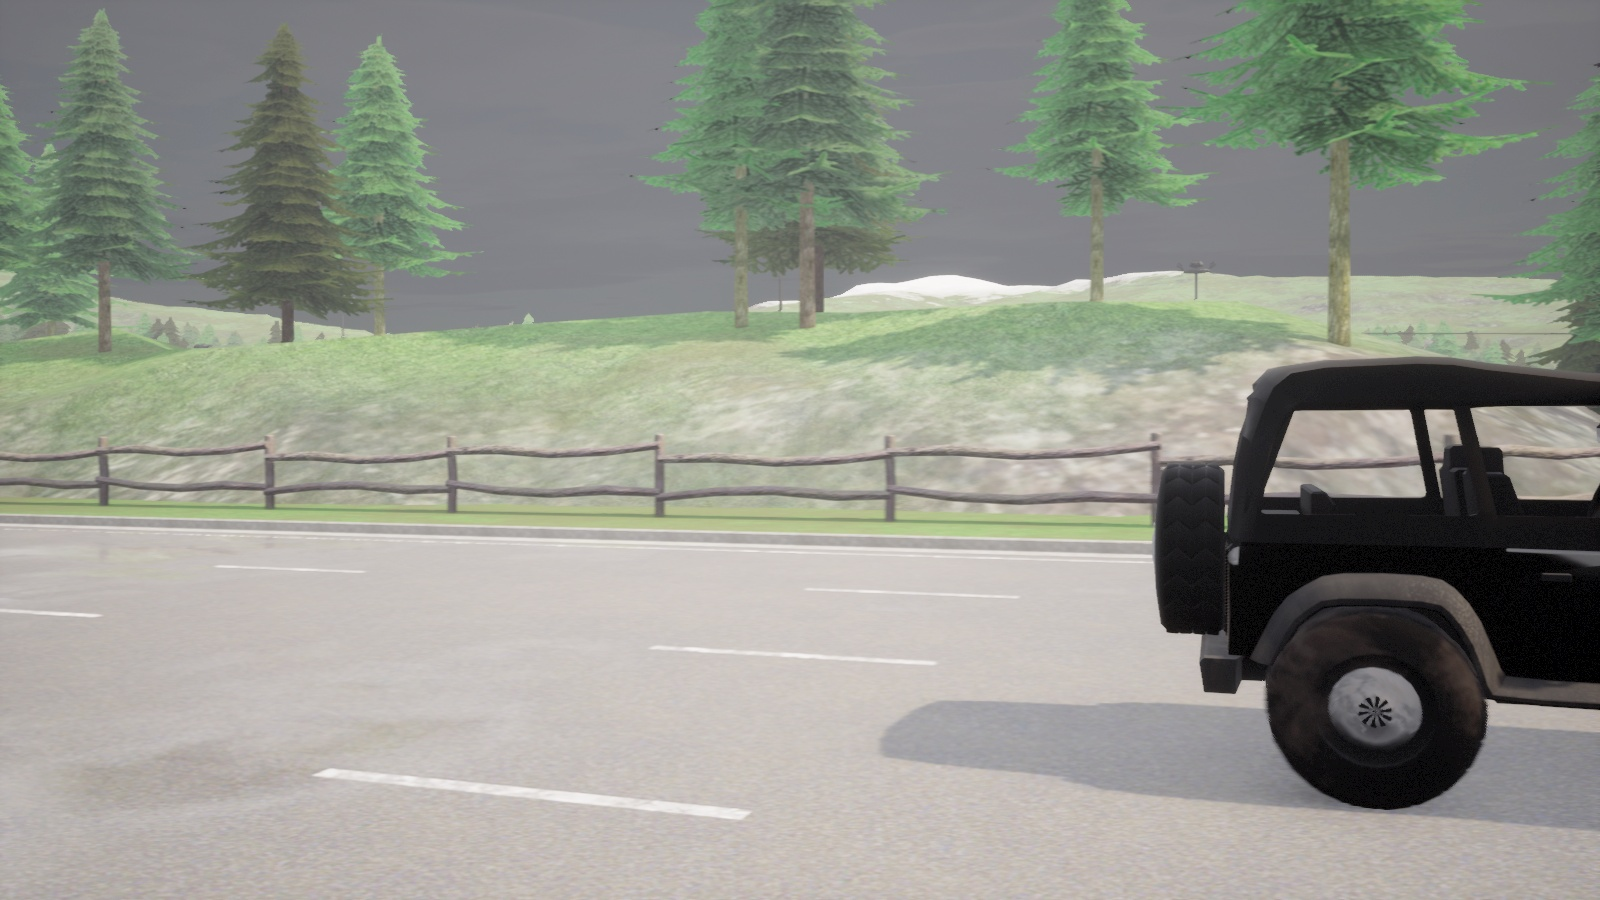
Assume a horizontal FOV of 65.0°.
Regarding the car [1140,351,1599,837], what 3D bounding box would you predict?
[{"bbox_3d":[3.602,0.545,5.671,3.866,1.878,1.905,1,1,19],"label":"car"}]
